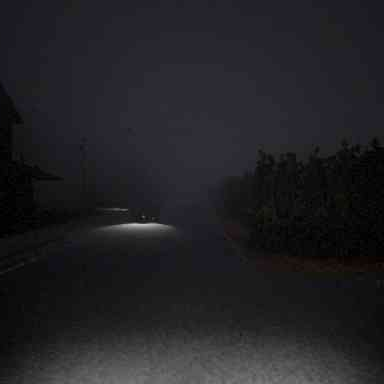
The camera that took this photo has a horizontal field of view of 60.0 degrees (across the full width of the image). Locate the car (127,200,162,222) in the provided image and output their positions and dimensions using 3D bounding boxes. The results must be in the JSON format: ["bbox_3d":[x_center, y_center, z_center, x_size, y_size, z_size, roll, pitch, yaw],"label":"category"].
[{"bbox_3d":[-3.500,1.597,26.050,1.994,1.385,4.181,0,0,0],"label":"car"}]

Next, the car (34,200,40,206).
[{"bbox_3d":[-21.285,1.466,40.731,4.902,1.511,2.128,0,0,-1],"label":"car"}]

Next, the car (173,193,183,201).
[{"bbox_3d":[-3.454,1.215,80.242,2.150,2.045,5.566,0,0,0],"label":"car"}]
